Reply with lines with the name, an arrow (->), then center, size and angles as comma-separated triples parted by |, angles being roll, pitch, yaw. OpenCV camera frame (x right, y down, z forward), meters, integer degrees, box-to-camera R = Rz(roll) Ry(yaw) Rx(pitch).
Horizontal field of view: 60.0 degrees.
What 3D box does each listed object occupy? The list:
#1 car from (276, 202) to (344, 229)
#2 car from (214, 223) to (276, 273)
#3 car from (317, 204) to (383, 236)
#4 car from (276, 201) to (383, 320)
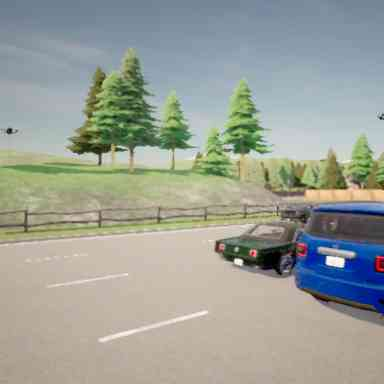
car -> 8.002, 1.488, 22.378 | 4.892, 1.490, 1.837 | 0, 0, -36
car -> 3.062, 1.593, 10.234 | 4.718, 1.301, 1.895 | 0, 0, -36
car -> 9.334, 1.509, 19.023 | 4.674, 1.442, 1.812 | 0, 0, -36
car -> 4.506, 1.216, 6.962 | 5.566, 2.045, 2.150 | 0, 0, -36
